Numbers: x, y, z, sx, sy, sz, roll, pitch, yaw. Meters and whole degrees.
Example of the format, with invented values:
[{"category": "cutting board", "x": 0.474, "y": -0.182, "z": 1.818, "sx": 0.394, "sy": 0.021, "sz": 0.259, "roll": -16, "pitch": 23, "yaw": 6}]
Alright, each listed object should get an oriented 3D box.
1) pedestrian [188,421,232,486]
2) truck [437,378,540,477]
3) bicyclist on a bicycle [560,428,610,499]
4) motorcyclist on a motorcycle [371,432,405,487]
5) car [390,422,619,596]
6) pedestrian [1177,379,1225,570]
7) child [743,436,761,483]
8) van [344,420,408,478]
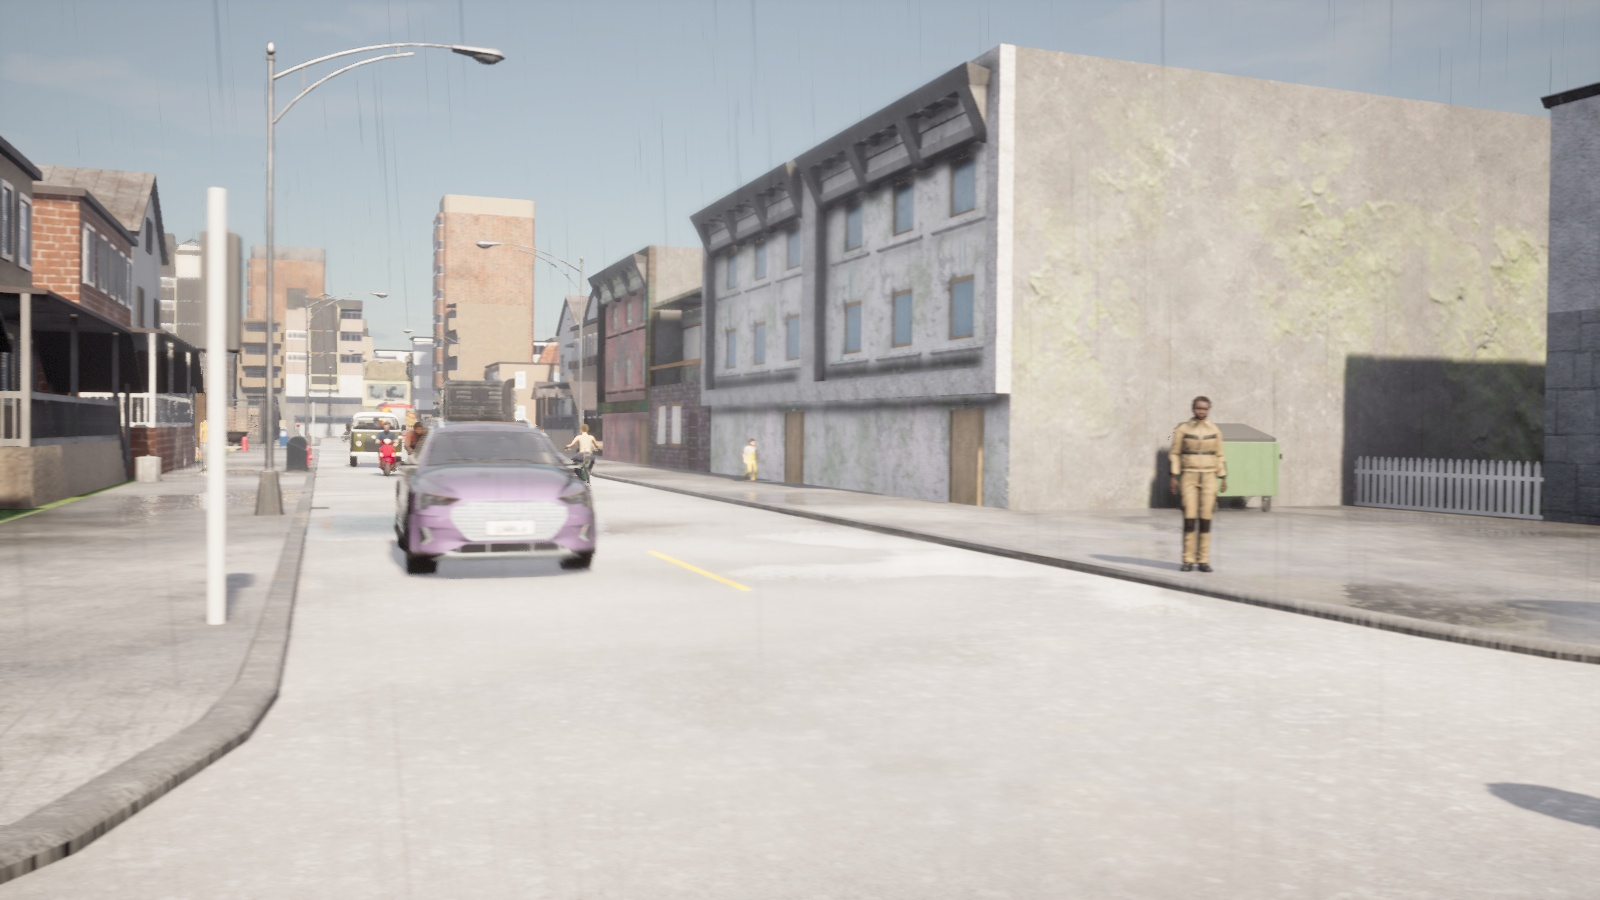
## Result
[{"category": "pedestrian", "x": -17.101, "y": 0.101, "z": 36.427, "sx": 0.874, "sy": 1.855, "sz": 0.900, "roll": -1, "pitch": 1, "yaw": -6}, {"category": "truck", "x": -12.075, "y": -0.841, "z": 48.150, "sx": 2.891, "sy": 3.462, "sz": 7.936, "roll": -1, "pitch": 1, "yaw": -21}, {"category": "bicyclist on a bicycle", "x": -5.129, "y": 0.301, "z": 29.879, "sx": 0.866, "sy": 1.612, "sz": 1.509, "roll": -1, "pitch": 1, "yaw": -21}, {"category": "motorcyclist on a motorcycle", "x": -12.388, "y": 0.270, "z": 37.742, "sx": 0.866, "sy": 1.590, "sz": 1.817, "roll": -1, "pitch": 1, "yaw": -21}, {"category": "car", "x": -3.629, "y": 0.527, "z": 14.678, "sx": 2.033, "sy": 1.649, "sz": 4.856, "roll": -1, "pitch": 1, "yaw": -20}, {"category": "pedestrian", "x": 4.164, "y": 0.246, "z": 13.065, "sx": 0.396, "sy": 1.930, "sz": 0.692, "roll": 0, "pitch": 1, "yaw": 12}, {"category": "child", "x": -1.304, "y": 0.244, "z": 33.990, "sx": 0.270, "sy": 1.263, "sz": 0.437, "roll": -1, "pitch": 1, "yaw": -33}, {"category": "van", "x": -15.866, "y": -0.071, "z": 46.901, "sx": 2.069, "sy": 2.038, "sz": 4.480, "roll": -1, "pitch": 1, "yaw": -21}]
